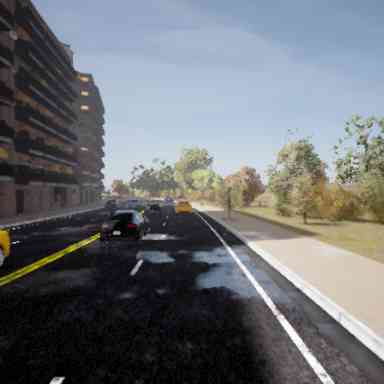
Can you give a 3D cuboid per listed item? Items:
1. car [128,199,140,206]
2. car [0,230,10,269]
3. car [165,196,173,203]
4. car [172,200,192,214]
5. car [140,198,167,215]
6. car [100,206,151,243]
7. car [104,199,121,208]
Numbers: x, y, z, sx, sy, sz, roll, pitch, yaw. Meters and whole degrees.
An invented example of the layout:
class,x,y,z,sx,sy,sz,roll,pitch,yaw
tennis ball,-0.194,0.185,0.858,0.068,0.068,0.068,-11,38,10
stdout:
class,x,y,z,sx,sy,sz,roll,pitch,yaw
car,-8.639,1.858,50.560,1.812,1.442,4.674,0,0,-5
car,-6.661,1.551,8.463,1.882,1.535,5.008,0,0,-1
car,-5.874,1.838,82.035,2.097,1.767,4.553,0,0,-9
car,-1.022,1.715,38.220,1.882,1.535,5.008,0,0,-4
car,-4.212,1.732,37.126,2.128,1.511,4.902,0,0,-4
car,-3.351,1.643,16.845,1.812,1.442,4.674,0,0,-1
car,-11.823,1.841,49.573,1.837,1.490,4.892,0,0,-4
